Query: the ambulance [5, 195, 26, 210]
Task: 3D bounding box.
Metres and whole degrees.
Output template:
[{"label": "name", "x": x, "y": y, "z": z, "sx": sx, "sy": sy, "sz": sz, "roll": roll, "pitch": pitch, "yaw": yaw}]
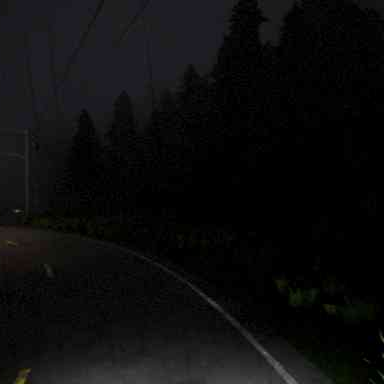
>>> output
[{"label": "ambulance", "x": -29.809, "y": 1.743, "z": 56.771, "sx": 2.351, "sy": 2.431, "sz": 6.366, "roll": 0, "pitch": -1, "yaw": -44}]
